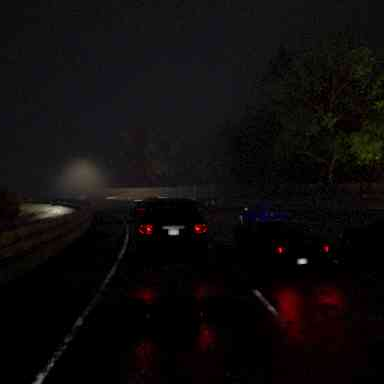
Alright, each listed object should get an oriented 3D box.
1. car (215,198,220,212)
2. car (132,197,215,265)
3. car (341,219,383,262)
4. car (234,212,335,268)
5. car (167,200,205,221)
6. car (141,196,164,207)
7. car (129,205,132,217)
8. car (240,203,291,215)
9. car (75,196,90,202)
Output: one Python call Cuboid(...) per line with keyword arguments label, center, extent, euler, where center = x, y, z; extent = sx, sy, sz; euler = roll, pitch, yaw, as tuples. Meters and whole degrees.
Cuboid(label="car", center=(1.274, 1.338, 37.839), extent=(2.097, 1.767, 4.553), euler=(0, 0, -29))
Cuboid(label="car", center=(-0.819, 1.225, 11.989), extent=(2.150, 2.045, 5.566), euler=(0, 0, -7))
Cuboid(label="car", center=(6.374, 1.483, 9.915), extent=(1.837, 1.490, 4.892), euler=(0, 0, -5))
Cuboid(label="car", center=(2.768, 1.591, 11.222), extent=(1.895, 1.301, 4.718), euler=(0, 0, -6))
Cuboid(label="car", center=(-0.607, 1.496, 28.497), extent=(2.128, 1.511, 4.902), euler=(0, 0, -15))
Cuboid(label="car", center=(-6.185, 1.496, 51.807), extent=(1.882, 1.535, 5.008), euler=(0, 0, -27))
Cuboid(label="car", center=(-4.246, 1.523, 28.547), extent=(1.837, 1.490, 4.892), euler=(0, 0, -16))
Cuboid(label="car", center=(4.636, 1.462, 21.679), extent=(1.882, 1.535, 5.008), euler=(0, 0, -11))
Cuboid(label="car", center=(-26.128, 1.644, 79.210), extent=(2.033, 1.411, 5.357), euler=(0, 0, -43))
